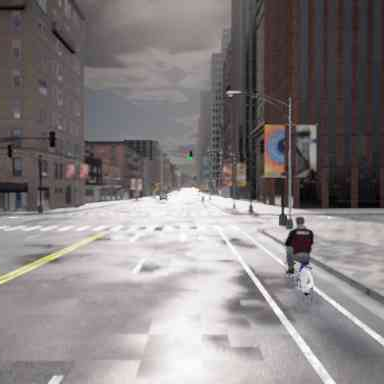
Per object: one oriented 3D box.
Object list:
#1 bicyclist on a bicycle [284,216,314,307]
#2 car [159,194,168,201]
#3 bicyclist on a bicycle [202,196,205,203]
[{"bbox_3d":[2.249,1.379,7.119,0.659,1.776,1.843,0,0,0],"label":"bicyclist on a bicycle"},{"bbox_3d":[-6.503,1.260,76.598,1.837,1.490,4.892,0,0,0],"label":"car"},{"bbox_3d":[2.323,1.574,71.745,0.866,1.612,1.509,0,0,-1],"label":"bicyclist on a bicycle"}]
